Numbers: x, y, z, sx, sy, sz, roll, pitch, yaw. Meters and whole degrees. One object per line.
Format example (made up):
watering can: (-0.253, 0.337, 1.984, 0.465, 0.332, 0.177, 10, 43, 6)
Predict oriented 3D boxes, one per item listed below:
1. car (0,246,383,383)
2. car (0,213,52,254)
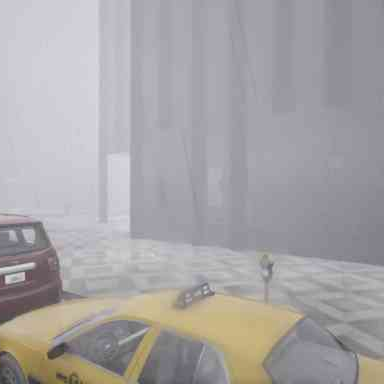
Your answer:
car: (-0.191, 1.525, 3.099, 4.829, 1.417, 1.752, 0, 0, 36)
car: (-4.466, 1.314, 6.155, 5.009, 1.841, 2.192, 0, 0, 36)
